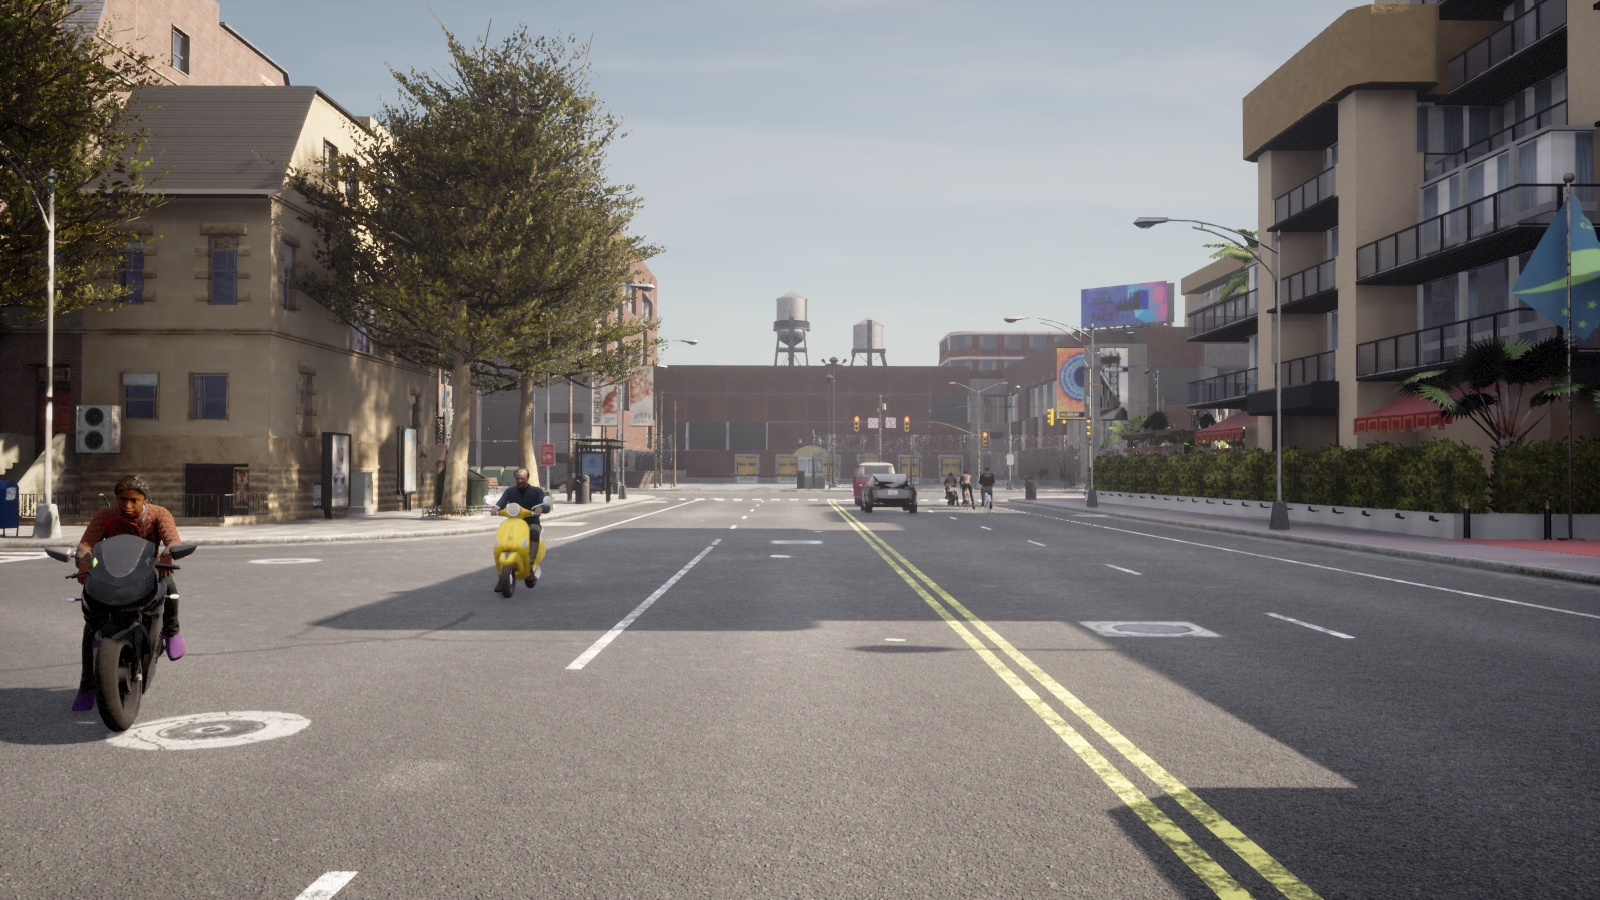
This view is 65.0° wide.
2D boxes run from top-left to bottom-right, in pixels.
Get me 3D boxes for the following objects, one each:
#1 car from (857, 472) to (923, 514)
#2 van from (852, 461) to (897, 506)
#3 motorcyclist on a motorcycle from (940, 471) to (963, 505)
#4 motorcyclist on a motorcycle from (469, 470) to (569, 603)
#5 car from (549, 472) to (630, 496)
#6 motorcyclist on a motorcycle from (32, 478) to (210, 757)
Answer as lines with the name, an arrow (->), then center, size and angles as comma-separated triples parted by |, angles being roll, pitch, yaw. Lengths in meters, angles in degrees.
car -> 3.391, 1.608, 48.182 | 2.163, 1.488, 4.792 | 0, -1, 0
van -> 3.369, 1.512, 57.213 | 1.775, 1.987, 4.442 | 0, -1, 0
motorcyclist on a motorcycle -> 6.873, 1.725, 57.068 | 0.797, 1.523, 2.044 | 0, -1, 0
motorcyclist on a motorcycle -> -3.536, 1.050, 15.958 | 0.866, 1.590, 1.817 | 0, -1, 0
car -> -13.960, 2.246, 83.416 | 5.008, 1.535, 1.882 | 0, -1, 0
motorcyclist on a motorcycle -> -4.264, 0.948, 8.029 | 0.797, 1.523, 2.044 | 0, -1, -23
